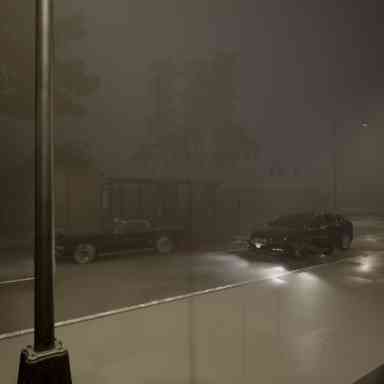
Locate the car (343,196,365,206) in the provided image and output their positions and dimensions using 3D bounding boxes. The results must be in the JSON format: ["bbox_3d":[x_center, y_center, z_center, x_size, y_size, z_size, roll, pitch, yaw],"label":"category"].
[{"bbox_3d":[22.171,1.491,49.108,2.128,1.511,4.902,0,0,-36],"label":"car"}]

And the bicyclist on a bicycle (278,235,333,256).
[{"bbox_3d":[3.675,1.667,10.170,1.656,0.582,1.620,19,-25,-20],"label":"bicyclist on a bicycle"}]

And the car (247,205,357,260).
[{"bbox_3d":[4.201,1.495,12.597,4.892,1.490,1.837,-2,1,-35],"label":"car"}]

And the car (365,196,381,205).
[{"bbox_3d":[29.666,1.490,57.009,2.128,1.511,4.902,0,0,-36],"label":"car"}]

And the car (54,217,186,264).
[{"bbox_3d":[-2.627,1.601,11.974,4.718,1.301,1.895,0,0,-36],"label":"car"}]

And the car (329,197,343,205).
[{"bbox_3d":[18.689,1.352,47.958,2.097,1.767,4.553,0,0,-36],"label":"car"}]
